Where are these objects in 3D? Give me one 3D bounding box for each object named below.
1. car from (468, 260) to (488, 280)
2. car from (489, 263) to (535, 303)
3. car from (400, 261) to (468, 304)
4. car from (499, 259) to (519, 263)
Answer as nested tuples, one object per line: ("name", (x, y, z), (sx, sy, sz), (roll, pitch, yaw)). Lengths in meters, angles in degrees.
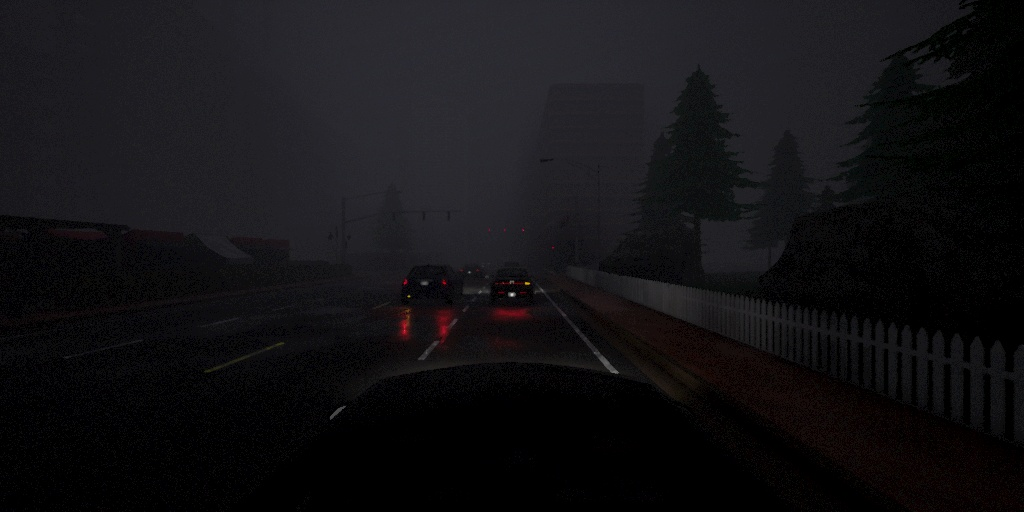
("car", (-3.500, 1.321, 31.500), (1.994, 1.385, 4.181), (0, 0, 0))
("car", (0.000, 1.264, 16.500), (1.837, 1.490, 4.892), (0, 0, 0))
("car", (-3.500, 1.114, 16.470), (2.097, 1.767, 4.553), (0, 0, 0))
("car", (0.000, 1.265, 31.500), (1.837, 1.490, 4.892), (0, 0, 0))
